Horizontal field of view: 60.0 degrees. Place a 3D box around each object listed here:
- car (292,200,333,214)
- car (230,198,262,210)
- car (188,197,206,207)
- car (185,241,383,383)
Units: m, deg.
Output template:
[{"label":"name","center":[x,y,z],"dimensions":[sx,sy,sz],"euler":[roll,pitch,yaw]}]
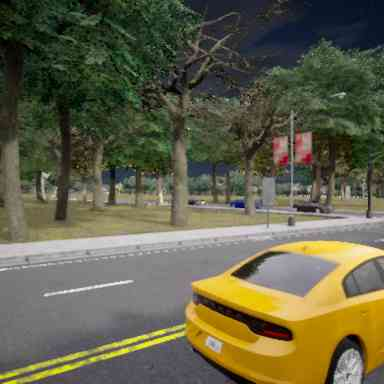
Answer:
[{"label":"car","center":[13.209,1.658,36.978],"dimensions":[1.837,1.490,4.892],"euler":[0,0,-35]},{"label":"car","center":[7.313,1.619,45.259],"dimensions":[1.882,1.535,5.008],"euler":[0,0,-35]},{"label":"car","center":[0.415,1.624,54.966],"dimensions":[2.128,1.511,4.902],"euler":[0,0,-35]},{"label":"car","center":[2.247,1.502,5.045],"dimensions":[5.008,1.535,1.882],"euler":[0,0,-36]}]
